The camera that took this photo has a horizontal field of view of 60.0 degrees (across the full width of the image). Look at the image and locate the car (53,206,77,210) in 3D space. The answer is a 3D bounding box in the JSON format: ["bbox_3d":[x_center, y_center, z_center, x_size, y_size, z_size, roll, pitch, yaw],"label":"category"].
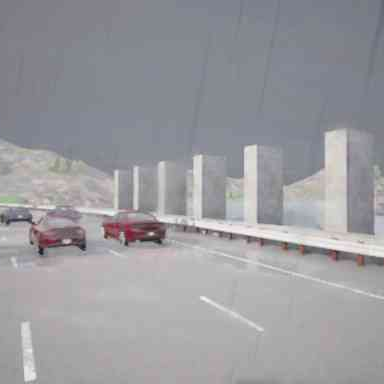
[{"bbox_3d":[-11.091,1.877,28.701,2.033,1.411,5.357,1,-1,-36],"label":"car"}]

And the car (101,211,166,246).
[{"bbox_3d":[-3.051,1.671,16.530,1.882,1.535,5.008,0,-1,-31],"label":"car"}]

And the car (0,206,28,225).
[{"bbox_3d":[-14.505,1.876,27.436,1.994,1.385,4.181,1,-1,-36],"label":"car"}]

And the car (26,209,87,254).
[{"bbox_3d":[-5.884,1.692,14.458,1.812,1.442,4.674,0,-1,-31],"label":"car"}]
